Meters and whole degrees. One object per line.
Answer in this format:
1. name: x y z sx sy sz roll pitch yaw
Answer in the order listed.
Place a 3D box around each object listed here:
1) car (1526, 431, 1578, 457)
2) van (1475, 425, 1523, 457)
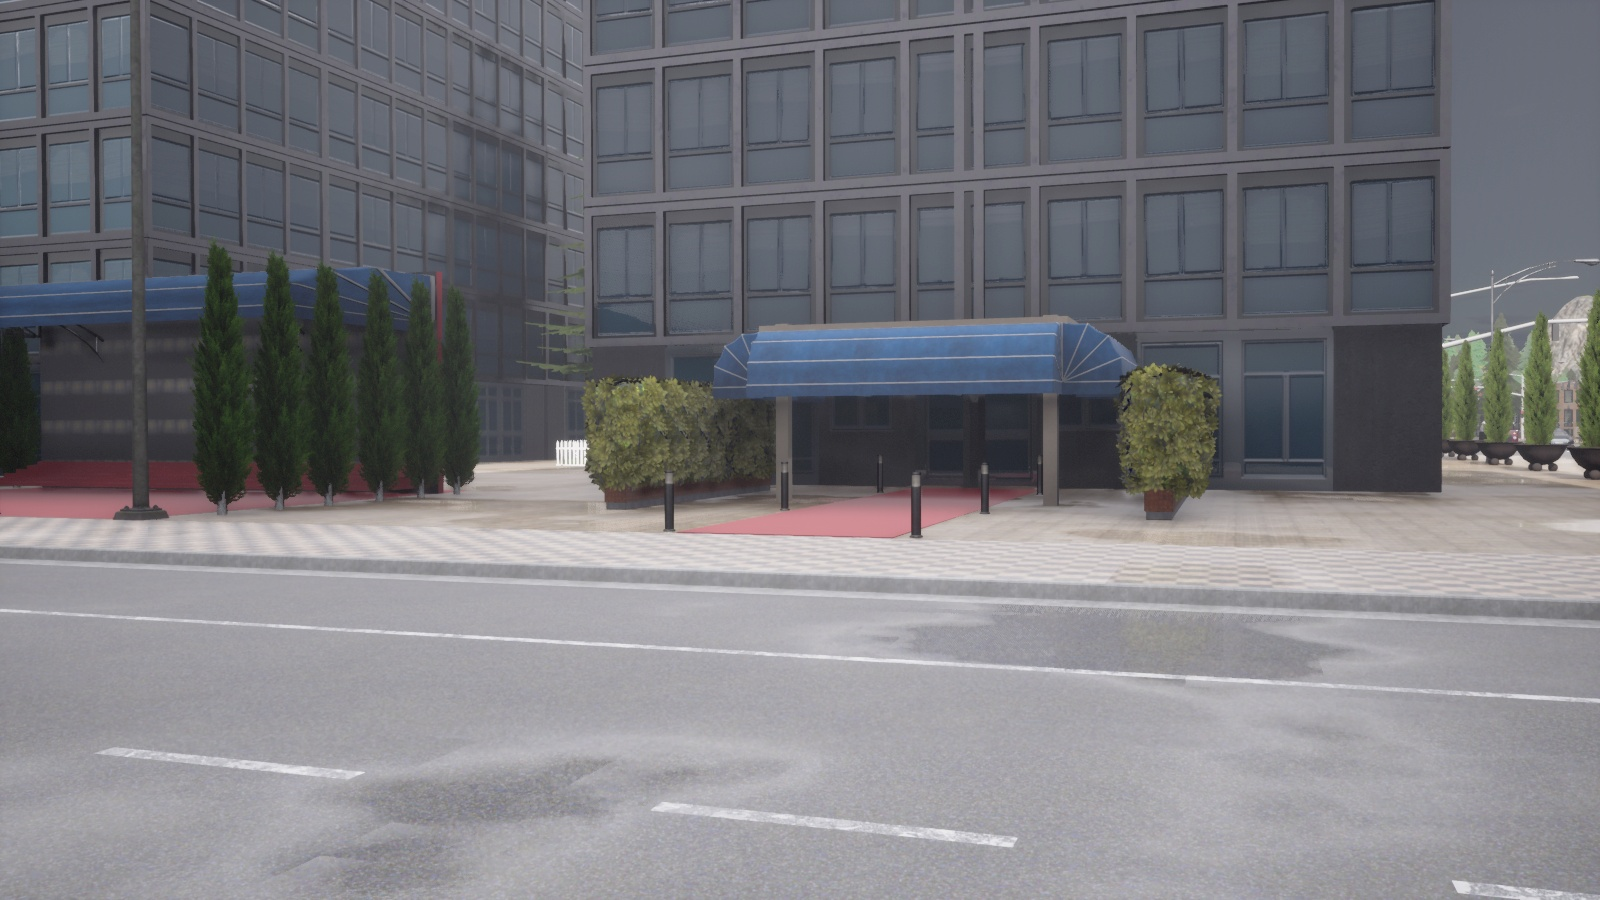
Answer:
1. car: 50.876 -0.416 85.027 2.033 1.649 4.856 1 1 19
2. van: 47.010 -0.628 84.558 2.069 2.038 4.480 1 1 19
